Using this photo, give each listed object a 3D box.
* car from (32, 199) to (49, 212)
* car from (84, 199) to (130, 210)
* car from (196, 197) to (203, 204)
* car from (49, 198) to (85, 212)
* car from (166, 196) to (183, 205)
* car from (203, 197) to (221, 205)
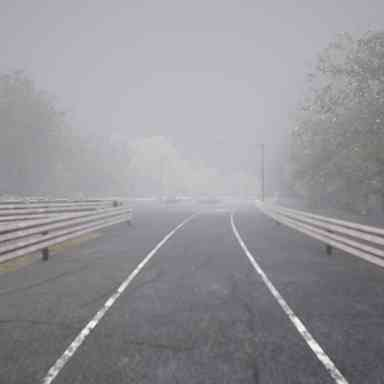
[{"bbox_3d":[-14.196,1.365,33.497,1.895,1.301,4.718,0,-1,19],"label":"car"},{"bbox_3d":[-7.599,1.390,31.155,1.895,1.301,4.718,0,-1,19],"label":"car"},{"bbox_3d":[2.417,1.850,71.819,2.033,1.411,5.357,0,-1,19],"label":"car"},{"bbox_3d":[-10.914,1.321,32.278,2.033,1.411,5.357,0,-1,19],"label":"car"},{"bbox_3d":[-3.457,1.545,65.318,2.097,1.767,4.553,0,-1,19],"label":"car"},{"bbox_3d":[4.445,1.760,66.869,2.128,1.511,4.902,0,-1,19],"label":"car"}]
